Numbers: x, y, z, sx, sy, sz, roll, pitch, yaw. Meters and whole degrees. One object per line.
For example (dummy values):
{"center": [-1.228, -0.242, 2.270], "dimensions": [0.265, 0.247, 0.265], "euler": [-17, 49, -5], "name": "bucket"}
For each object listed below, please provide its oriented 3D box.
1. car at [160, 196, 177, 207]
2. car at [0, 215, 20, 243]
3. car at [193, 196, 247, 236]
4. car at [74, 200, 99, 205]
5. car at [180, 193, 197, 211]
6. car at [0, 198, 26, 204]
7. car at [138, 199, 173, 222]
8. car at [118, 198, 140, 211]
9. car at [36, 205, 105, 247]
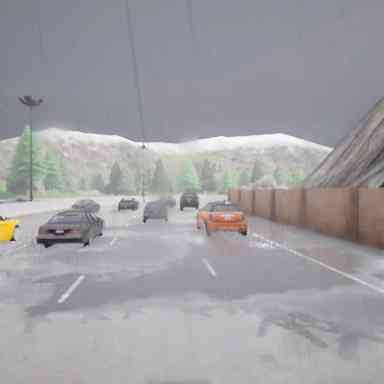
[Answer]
{"center": [-3.347, 1.261, 45.346], "dimensions": [2.097, 1.767, 4.553], "euler": [0, 0, 5], "name": "car"}
{"center": [-8.515, 1.455, 13.070], "dimensions": [1.882, 1.535, 5.008], "euler": [0, 0, -6], "name": "car"}
{"center": [1.499, 1.314, 18.258], "dimensions": [2.097, 1.767, 4.553], "euler": [0, 0, -6], "name": "car"}
{"center": [-10.564, 1.484, 33.306], "dimensions": [2.033, 1.411, 5.357], "euler": [0, 0, -4], "name": "car"}
{"center": [-0.205, 1.136, 40.058], "dimensions": [2.150, 2.045, 5.566], "euler": [0, 0, 2], "name": "car"}
{"center": [-21.358, 1.455, 39.659], "dimensions": [1.812, 1.442, 4.674], "euler": [0, 0, 0], "name": "car"}
{"center": [-2.813, 1.496, 25.827], "dimensions": [2.033, 1.411, 5.357], "euler": [0, 0, -6], "name": "car"}
{"center": [-7.257, 1.415, 38.616], "dimensions": [2.128, 1.511, 4.902], "euler": [0, 0, -1], "name": "car"}
{"center": [-5.183, 1.519, 14.847], "dimensions": [2.033, 1.411, 5.357], "euler": [0, 0, -6], "name": "car"}
